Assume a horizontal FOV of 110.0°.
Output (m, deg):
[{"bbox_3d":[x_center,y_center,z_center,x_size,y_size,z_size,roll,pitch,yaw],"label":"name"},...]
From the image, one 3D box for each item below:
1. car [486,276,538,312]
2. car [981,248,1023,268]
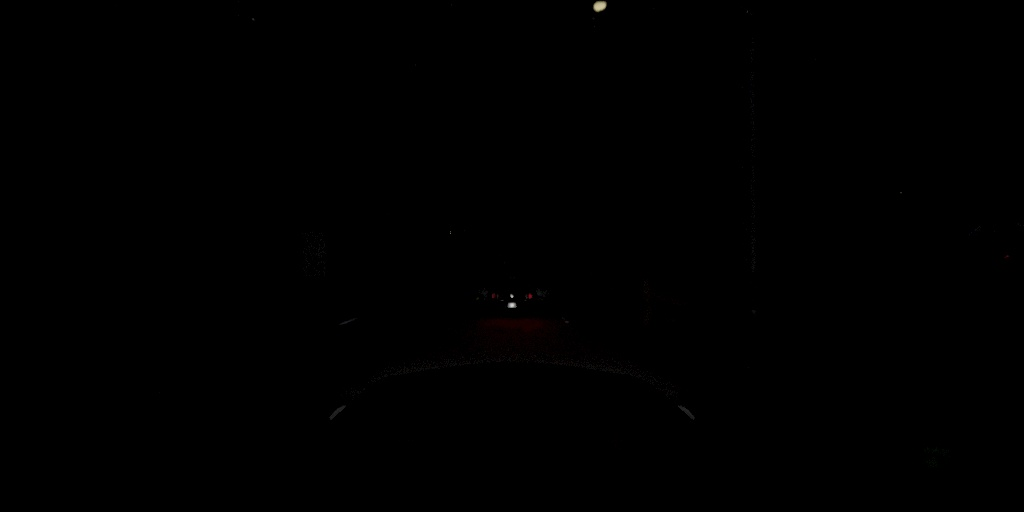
[{"bbox_3d":[0.018,1.499,15.120,1.895,1.301,4.718,0,-1,0],"label":"car"},{"bbox_3d":[45.330,0.140,32.127,4.553,1.767,2.097,-1,-1,0],"label":"car"}]
